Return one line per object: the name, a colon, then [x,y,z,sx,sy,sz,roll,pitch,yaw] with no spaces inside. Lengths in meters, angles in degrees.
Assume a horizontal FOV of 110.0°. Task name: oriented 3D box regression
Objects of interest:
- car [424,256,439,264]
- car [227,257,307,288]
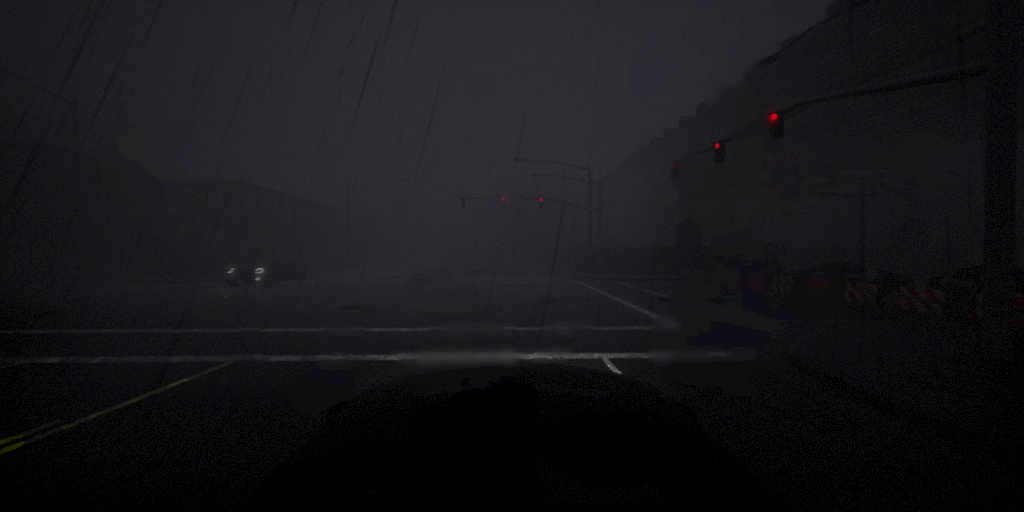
car: [-14.013,0.711,62.434,1.837,1.490,4.892,0,2,0]
car: [-14.540,0.854,21.560,2.097,1.767,4.553,0,0,2]
